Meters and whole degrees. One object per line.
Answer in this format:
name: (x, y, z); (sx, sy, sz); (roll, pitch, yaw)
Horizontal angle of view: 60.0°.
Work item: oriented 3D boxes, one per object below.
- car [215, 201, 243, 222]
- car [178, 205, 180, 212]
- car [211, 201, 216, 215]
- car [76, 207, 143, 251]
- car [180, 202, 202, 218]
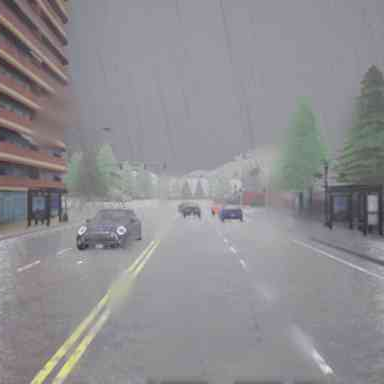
car: (3.532, 1.880, 31.062); (1.882, 1.535, 5.008); (0, -1, 0)
car: (-0.815, 2.121, 45.390); (2.033, 1.411, 5.357); (0, -1, -9)
car: (3.502, 1.894, 41.887); (2.097, 1.767, 4.553); (0, -1, 0)
car: (-3.587, 1.549, 15.155); (2.097, 1.767, 4.553); (0, -1, 0)
car: (-0.010, 1.968, 35.682); (1.837, 1.490, 4.892); (0, -1, 0)
